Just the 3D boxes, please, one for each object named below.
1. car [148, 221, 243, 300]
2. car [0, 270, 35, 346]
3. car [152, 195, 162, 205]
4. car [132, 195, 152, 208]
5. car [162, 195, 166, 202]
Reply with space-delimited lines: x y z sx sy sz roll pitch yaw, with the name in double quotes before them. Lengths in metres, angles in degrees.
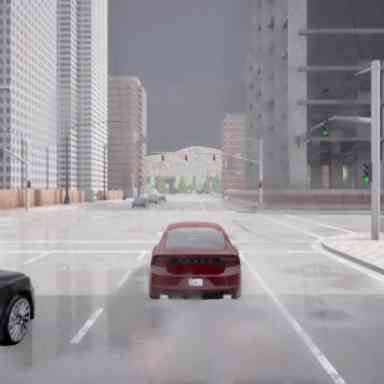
"car" 0.064 1.473 8.447 1.882 1.535 5.008 0 0 0
"car" -3.449 1.490 3.442 2.128 1.511 4.902 0 0 0
"car" -7.052 1.322 58.922 2.097 1.767 4.553 0 0 1
"car" -7.248 1.481 46.958 1.837 1.490 4.892 0 0 1
"car" -6.752 1.475 74.350 2.033 1.411 5.357 0 0 1
